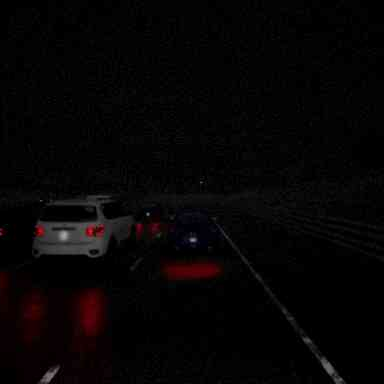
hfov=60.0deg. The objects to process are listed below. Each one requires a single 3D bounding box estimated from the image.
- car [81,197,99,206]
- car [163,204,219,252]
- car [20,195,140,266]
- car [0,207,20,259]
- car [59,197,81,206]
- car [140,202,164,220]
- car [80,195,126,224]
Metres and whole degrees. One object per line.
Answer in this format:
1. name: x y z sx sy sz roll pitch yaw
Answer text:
1. car: -18.013 1.633 58.962 1.837 1.490 4.892 0 0 -1
2. car: 0.057 1.495 13.950 1.882 1.535 5.008 0 0 1
3. car: -3.462 1.237 11.723 2.150 2.045 5.566 0 0 1
4. car: -6.952 1.367 12.784 2.097 1.767 4.553 0 0 0
5. car: -21.510 1.620 58.881 2.128 1.511 4.902 0 0 -1
6. car: -3.445 1.578 28.504 1.812 1.442 4.674 0 0 0
7. car: -6.959 1.271 26.740 2.150 2.045 5.566 0 0 1
